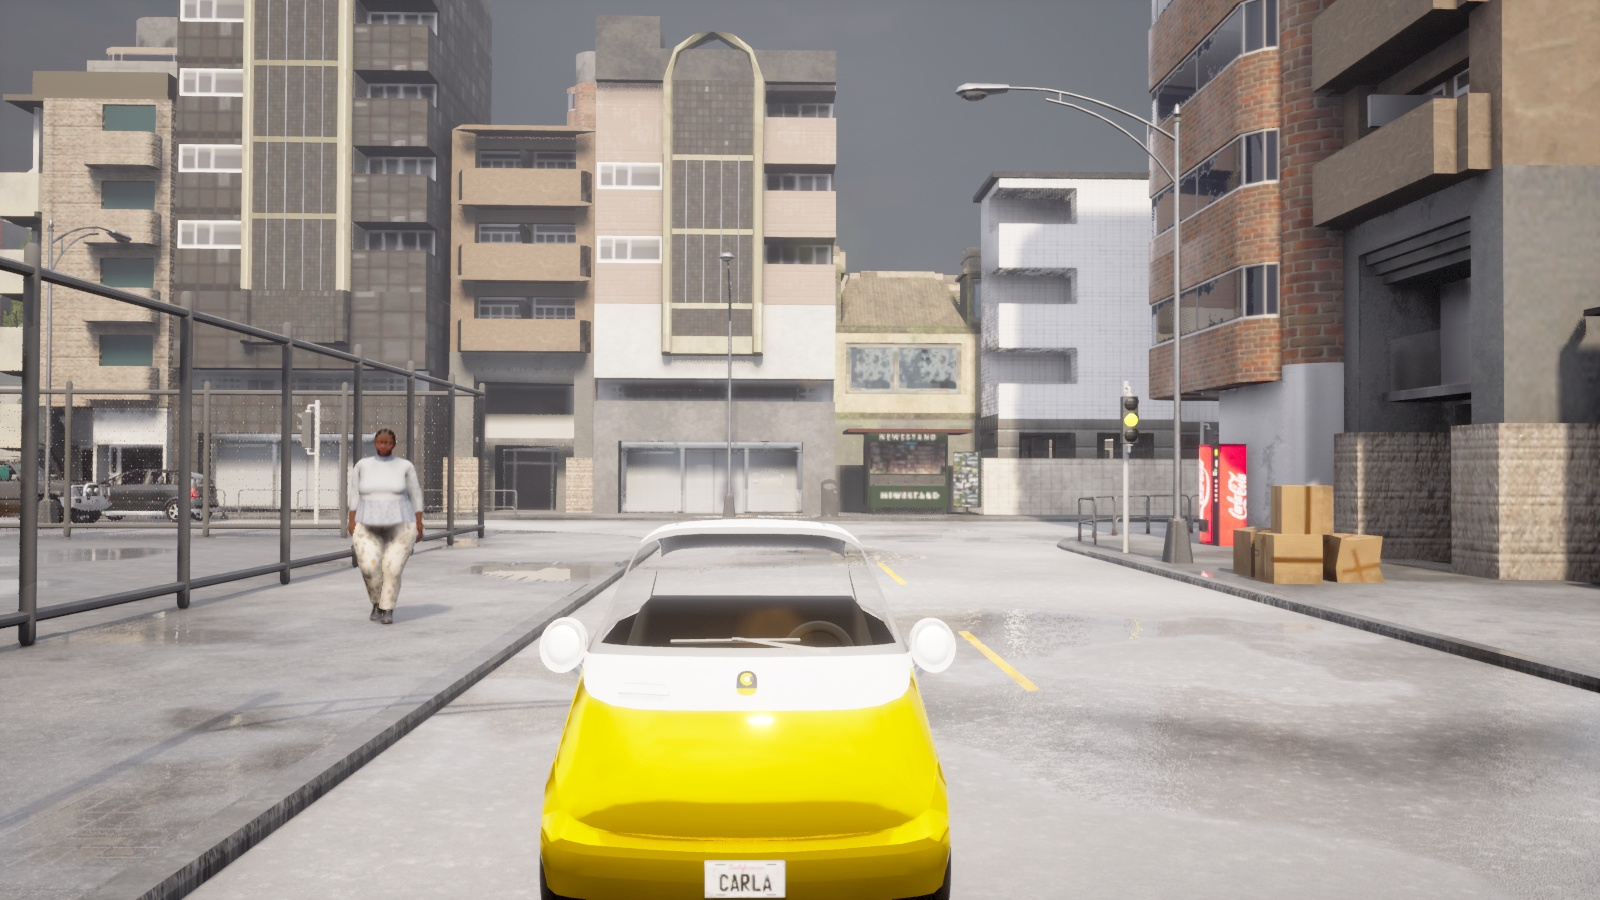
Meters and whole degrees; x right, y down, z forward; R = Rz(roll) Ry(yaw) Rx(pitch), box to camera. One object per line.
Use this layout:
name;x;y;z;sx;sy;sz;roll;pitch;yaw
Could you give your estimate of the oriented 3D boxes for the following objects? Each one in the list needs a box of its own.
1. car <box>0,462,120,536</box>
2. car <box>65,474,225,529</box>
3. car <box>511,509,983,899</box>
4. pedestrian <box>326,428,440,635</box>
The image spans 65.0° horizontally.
car;-20.481;1.259;32.573;4.605;1.855;1.932;0;-1;-1
car;-19.040;1.483;36.607;3.705;1.549;1.789;0;-1;-2
car;-0.190;0.955;5.061;1.481;1.376;2.207;0;-1;-1
pedestrian;-3.892;0.737;11.791;0.874;1.855;0.900;0;-1;-9
